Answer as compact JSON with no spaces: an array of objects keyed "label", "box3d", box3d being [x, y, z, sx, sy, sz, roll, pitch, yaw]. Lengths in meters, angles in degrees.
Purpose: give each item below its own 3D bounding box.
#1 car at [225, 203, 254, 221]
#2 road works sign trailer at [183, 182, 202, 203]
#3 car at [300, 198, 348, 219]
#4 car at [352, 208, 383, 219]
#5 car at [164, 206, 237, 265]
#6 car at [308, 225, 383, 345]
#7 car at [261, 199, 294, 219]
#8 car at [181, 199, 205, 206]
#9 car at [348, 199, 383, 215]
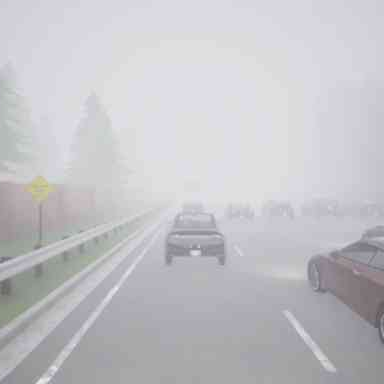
[{"label":"car","box3d":[3.593,1.499,26.341,1.895,1.301,4.718,0,0,0]},{"label":"road works sign trailer","box3d":[-0.012,0.290,45.354,2.380,3.560,2.880,0,0,0]},{"label":"car","box3d":[10.594,1.245,27.530,2.097,1.767,4.553,0,0,0]},{"label":"car","box3d":[7.097,1.465,10.198,1.837,1.490,4.892,0,0,0]},{"label":"car","box3d":[0.098,1.447,11.541,2.128,1.511,4.902,0,0,0]},{"label":"car","box3d":[3.585,1.503,5.772,1.812,1.442,4.674,0,0,0]},{"label":"car","box3d":[7.093,1.397,27.856,1.837,1.490,4.892,0,0,0]},{"label":"car","box3d":[0.093,1.364,29.447,1.882,1.535,5.008,0,0,0]},{"label":"car","box3d":[14.093,1.397,27.853,1.837,1.490,4.892,0,0,0]}]
